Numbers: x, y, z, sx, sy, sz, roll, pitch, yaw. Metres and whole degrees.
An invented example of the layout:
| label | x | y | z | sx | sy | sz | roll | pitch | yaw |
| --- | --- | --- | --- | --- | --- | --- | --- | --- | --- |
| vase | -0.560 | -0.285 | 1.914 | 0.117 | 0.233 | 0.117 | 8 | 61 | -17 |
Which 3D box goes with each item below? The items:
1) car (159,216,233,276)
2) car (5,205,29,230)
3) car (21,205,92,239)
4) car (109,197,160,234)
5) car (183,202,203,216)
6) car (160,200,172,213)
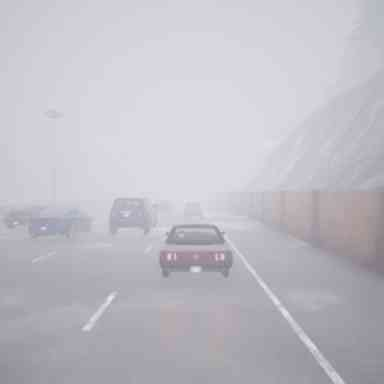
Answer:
| label | x | y | z | sx | sy | sz | roll | pitch | yaw |
| --- | --- | --- | --- | --- | --- | --- | --- | --- | --- |
| car | 0.097 | 1.647 | 10.493 | 1.895 | 1.301 | 4.718 | 0 | 0 | 0 |
| car | -10.408 | 1.605 | 22.080 | 1.837 | 1.490 | 4.892 | 0 | 0 | 0 |
| car | -6.906 | 1.559 | 17.962 | 1.882 | 1.535 | 5.008 | 0 | 0 | 0 |
| car | -3.407 | 1.310 | 19.972 | 2.150 | 2.045 | 5.566 | 0 | 0 | 0 |
| car | 0.089 | 1.688 | 31.894 | 2.033 | 1.411 | 5.357 | 0 | 0 | 0 |
| car | -3.415 | 1.649 | 38.814 | 1.882 | 1.535 | 5.008 | 0 | 0 | 0 |
